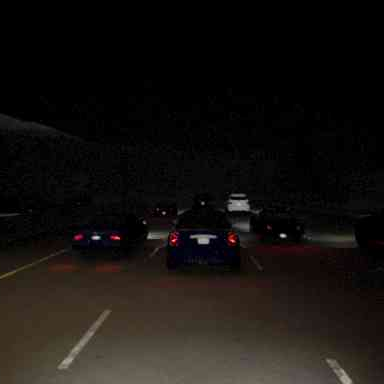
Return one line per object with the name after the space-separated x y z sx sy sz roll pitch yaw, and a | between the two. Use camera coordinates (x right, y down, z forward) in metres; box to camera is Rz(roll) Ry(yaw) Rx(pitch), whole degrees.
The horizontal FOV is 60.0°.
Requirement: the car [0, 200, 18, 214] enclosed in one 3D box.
-20.082 1.542 35.097 2.033 1.411 5.357 0 0 2 | car

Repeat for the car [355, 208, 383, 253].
7.366 1.232 10.607 2.150 2.045 5.566 0 0 2 | car

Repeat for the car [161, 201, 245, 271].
0.381 1.355 11.120 2.097 1.767 4.553 0 0 2 | car

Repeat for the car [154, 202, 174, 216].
-2.452 1.609 32.337 1.895 1.301 4.718 0 0 2 | car

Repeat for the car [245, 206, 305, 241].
4.077 1.609 16.811 1.895 1.301 4.718 0 0 2 | car

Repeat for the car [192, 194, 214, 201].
1.140 1.234 35.402 2.150 2.045 5.566 0 0 1 | car

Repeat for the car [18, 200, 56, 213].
-16.543 1.545 36.837 2.033 1.411 5.357 0 0 1 | car

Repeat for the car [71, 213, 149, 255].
-3.040 1.549 13.383 2.033 1.411 5.357 0 0 2 | car

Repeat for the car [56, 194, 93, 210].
-13.030 1.222 38.068 2.150 2.045 5.566 0 0 1 | car

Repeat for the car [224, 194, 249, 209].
4.628 1.237 34.862 2.150 2.045 5.566 0 0 2 | car

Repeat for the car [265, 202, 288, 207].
8.043 1.617 32.015 1.895 1.301 4.718 0 0 2 | car
